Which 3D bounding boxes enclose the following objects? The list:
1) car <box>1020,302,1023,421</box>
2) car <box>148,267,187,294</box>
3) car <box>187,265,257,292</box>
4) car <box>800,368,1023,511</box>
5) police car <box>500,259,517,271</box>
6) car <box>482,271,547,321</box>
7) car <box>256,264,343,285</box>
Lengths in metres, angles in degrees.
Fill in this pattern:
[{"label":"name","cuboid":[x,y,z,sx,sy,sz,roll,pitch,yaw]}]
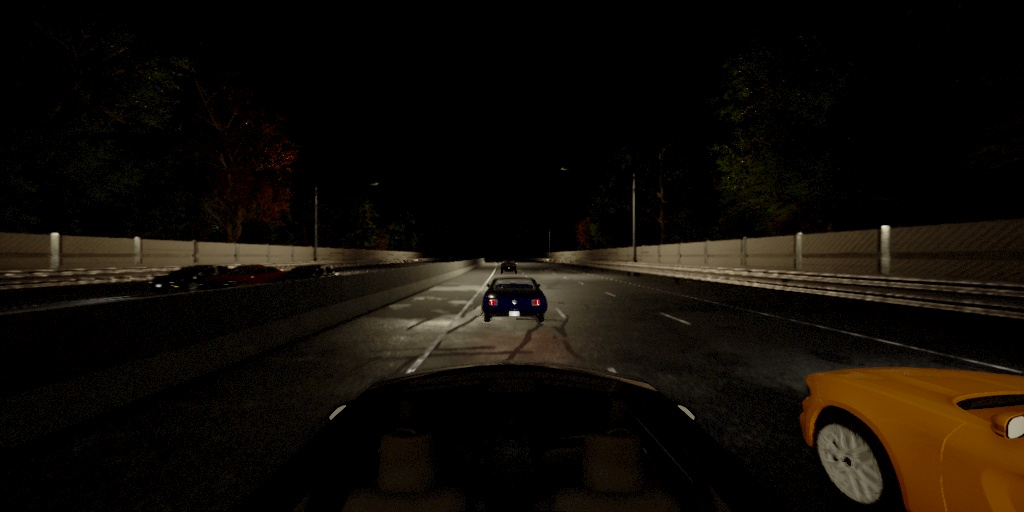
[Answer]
[{"label":"car","cuboid":[7.091,1.274,2.025,1.812,1.442,4.674,0,0,0]},{"label":"car","cuboid":[-17.629,1.264,20.309,1.837,1.490,4.892,0,-1,0]},{"label":"car","cuboid":[-14.131,1.234,19.283,1.882,1.535,5.008,0,0,0]},{"label":"car","cuboid":[3.592,1.227,1.246,1.882,1.535,5.008,0,0,0]},{"label":"police car","cuboid":[-0.423,1.190,44.112,1.930,1.638,5.238,0,0,-1]},{"label":"car","cuboid":[0.059,1.355,12.421,1.895,1.301,4.718,0,0,0]},{"label":"car","cuboid":[-10.632,1.262,18.808,1.837,1.490,4.892,0,0,0]}]
